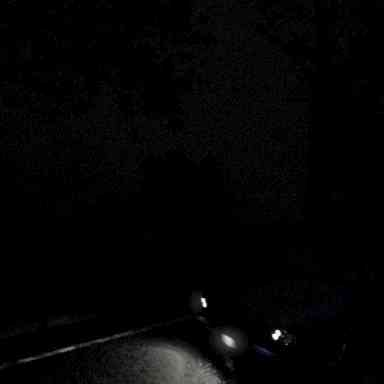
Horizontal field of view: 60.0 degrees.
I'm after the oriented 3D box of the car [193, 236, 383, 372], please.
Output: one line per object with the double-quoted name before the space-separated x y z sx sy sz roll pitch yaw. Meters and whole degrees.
"car" 2.643 1.543 5.868 5.357 1.411 2.033 0 0 -35
